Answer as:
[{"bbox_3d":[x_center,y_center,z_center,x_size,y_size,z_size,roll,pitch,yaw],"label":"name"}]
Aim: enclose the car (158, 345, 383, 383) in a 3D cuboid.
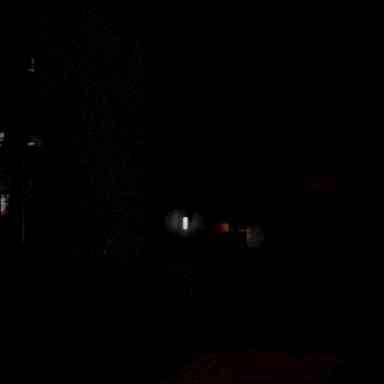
[{"bbox_3d":[1.708,1.520,1.643,4.829,1.417,1.752,-1,0,35],"label":"car"}]
